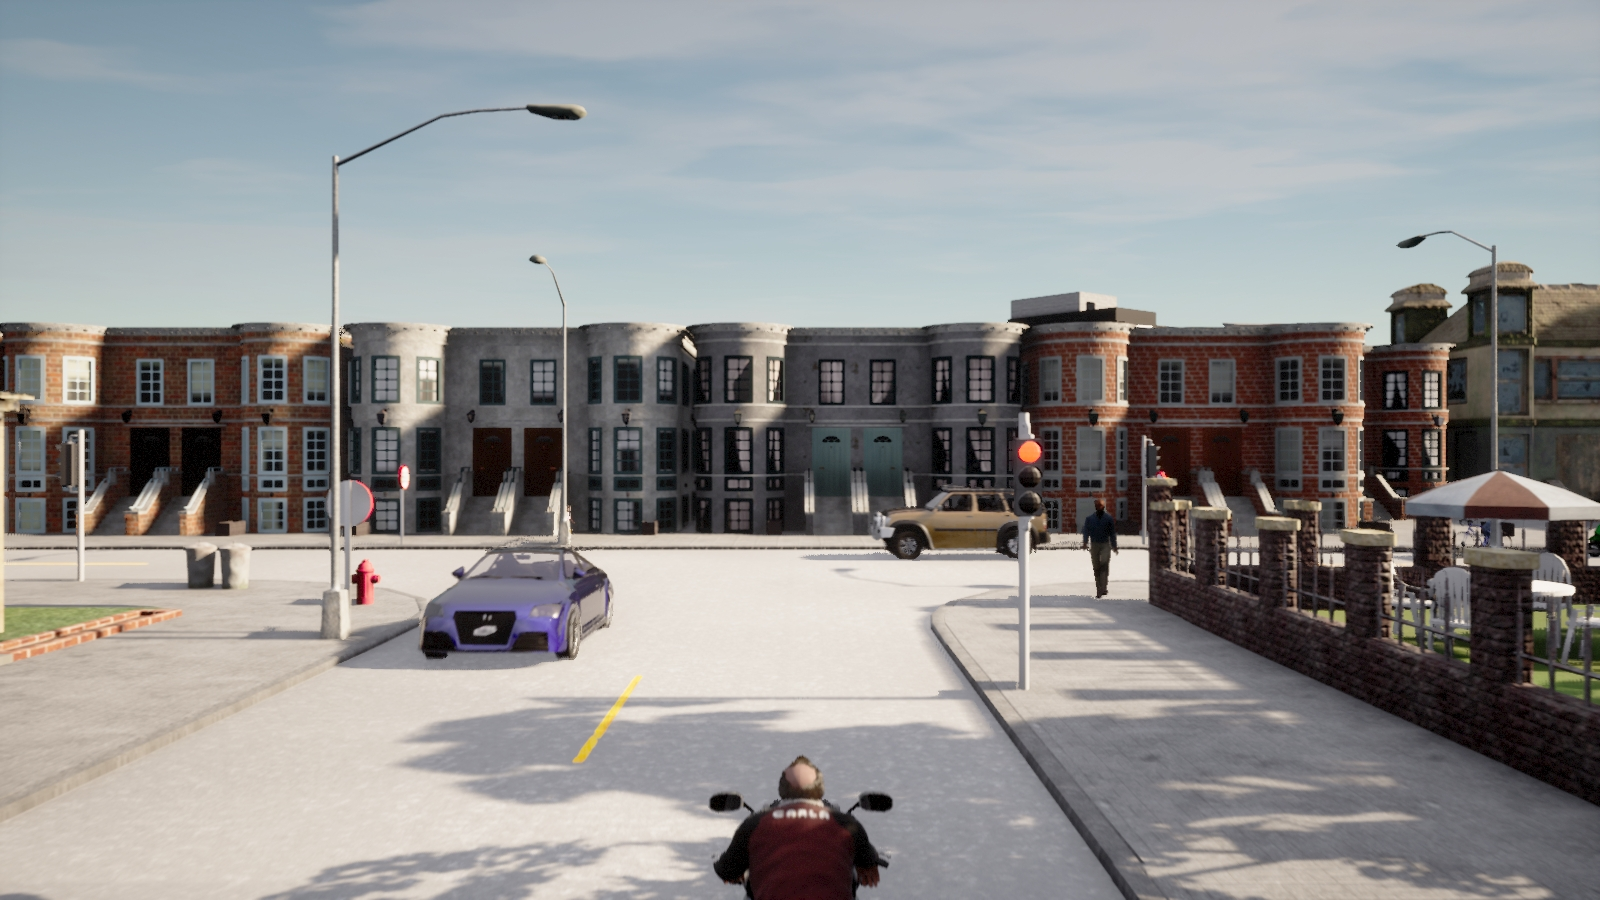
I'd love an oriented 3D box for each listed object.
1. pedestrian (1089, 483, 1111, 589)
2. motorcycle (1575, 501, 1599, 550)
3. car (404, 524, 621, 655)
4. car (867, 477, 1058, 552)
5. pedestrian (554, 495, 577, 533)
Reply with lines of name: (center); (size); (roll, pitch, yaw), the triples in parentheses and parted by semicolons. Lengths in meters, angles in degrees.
pedestrian: (5.344, 1.516, 20.328); (0.375, 1.860, 0.375); (0, 0, 15)
motorcycle: (21.479, 1.962, 29.909); (1.805, 1.236, 0.856); (0, 0, 0)
car: (-3.971, 1.899, 16.558); (1.994, 1.385, 4.181); (0, 0, 1)
car: (4.166, 1.645, 29.766); (4.605, 1.855, 1.932); (0, 0, -3)
pedestrian: (-6.973, 1.905, 33.966); (0.500, 1.100, 0.500); (0, 0, 10)
